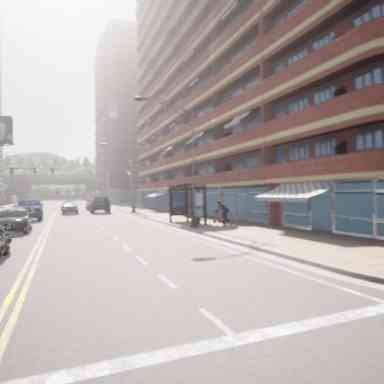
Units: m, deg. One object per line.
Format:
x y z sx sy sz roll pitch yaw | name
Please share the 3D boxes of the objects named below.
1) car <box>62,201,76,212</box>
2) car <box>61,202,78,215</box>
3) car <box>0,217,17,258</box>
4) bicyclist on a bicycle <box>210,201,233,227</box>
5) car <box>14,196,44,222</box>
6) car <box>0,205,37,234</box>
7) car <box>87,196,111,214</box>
-18.379 2.116 49.509 1.895 1.301 4.718 -1 0 -21 | car
-14.849 1.970 40.536 2.033 1.411 5.357 -1 0 -21 | car
-7.403 1.800 11.250 1.895 1.301 4.718 -1 0 -21 | car
1.826 1.350 20.575 1.656 1.620 0.582 -1 0 -21 | bicyclist on a bicycle
-14.848 1.616 30.456 2.150 2.045 5.566 -1 0 -21 | car
-11.133 1.802 20.867 1.837 1.490 4.892 -1 0 -21 | car
-11.445 1.581 41.410 2.150 2.045 5.566 -1 0 -20 | car
